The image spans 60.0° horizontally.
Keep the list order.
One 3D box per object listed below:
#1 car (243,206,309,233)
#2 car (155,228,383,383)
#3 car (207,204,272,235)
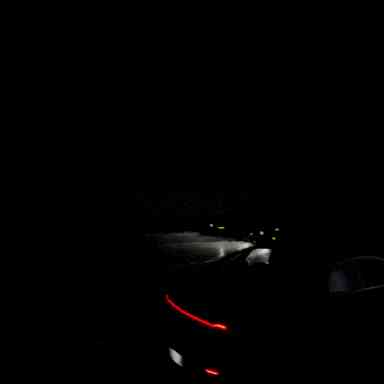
[{"bbox_3d":[4.644,1.491,14.499,4.181,1.385,1.994,0,0,-26],"label":"car"},{"bbox_3d":[1.880,1.467,4.714,4.902,1.511,2.128,0,0,-32],"label":"car"},{"bbox_3d":[3.147,1.418,17.667,4.892,1.490,1.837,0,0,-26],"label":"car"}]
